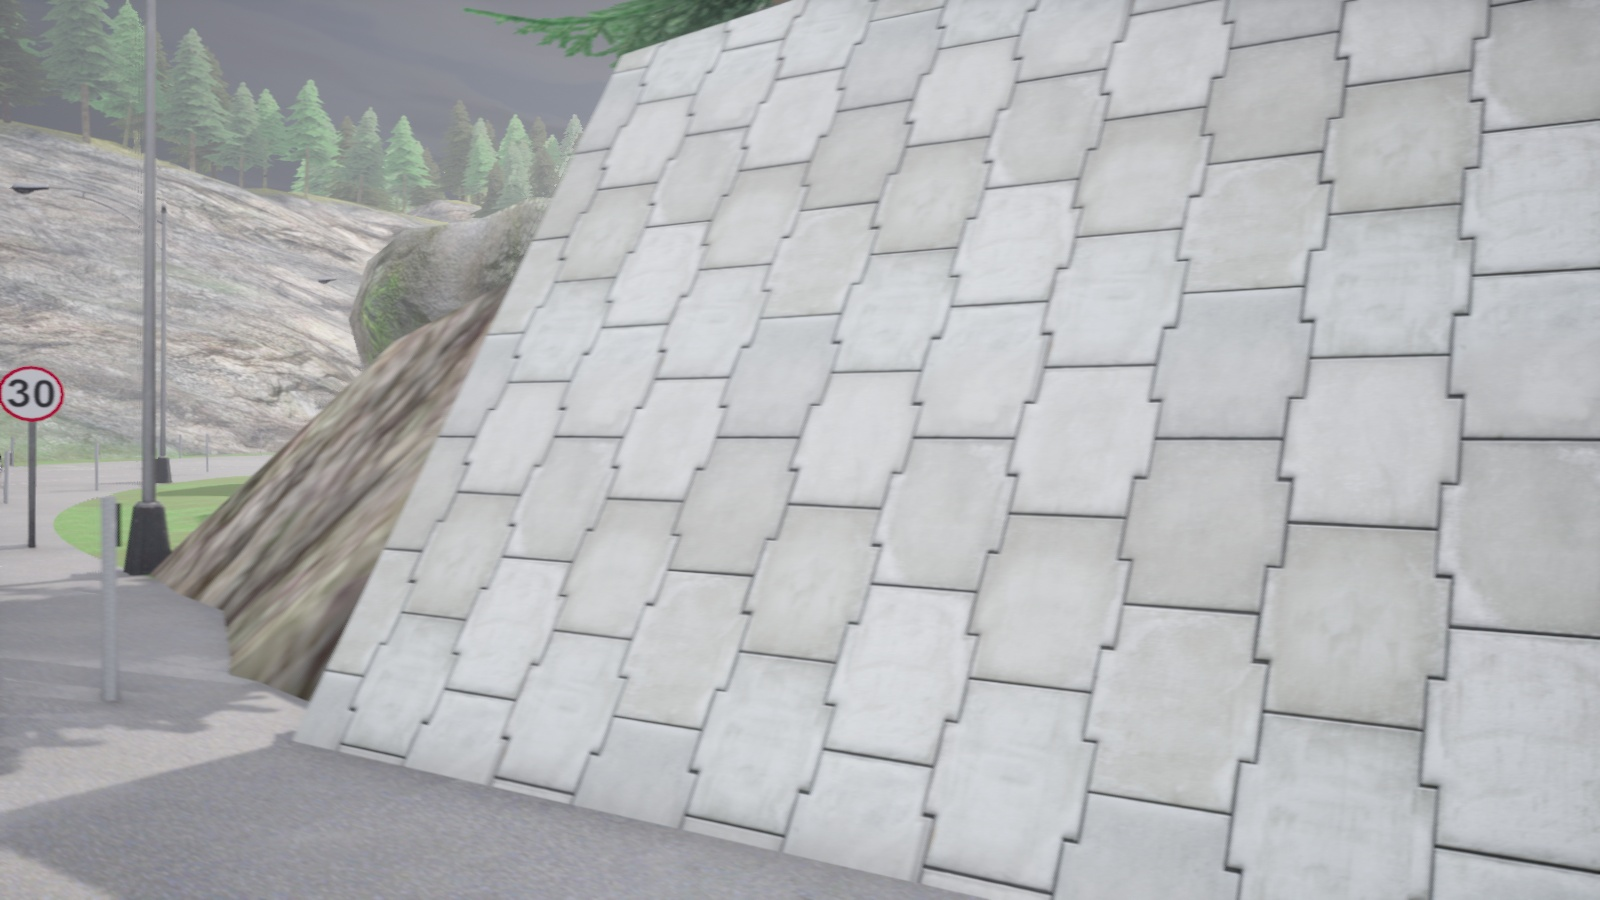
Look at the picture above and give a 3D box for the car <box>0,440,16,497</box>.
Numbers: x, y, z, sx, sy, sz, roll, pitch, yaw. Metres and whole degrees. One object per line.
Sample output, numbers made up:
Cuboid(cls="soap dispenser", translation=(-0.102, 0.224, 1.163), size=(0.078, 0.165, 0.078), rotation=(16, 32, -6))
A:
Cuboid(cls="car", translation=(-21.483, 0.509, 31.033), size=(2.163, 1.488, 4.792), rotation=(-1, 1, -14))
